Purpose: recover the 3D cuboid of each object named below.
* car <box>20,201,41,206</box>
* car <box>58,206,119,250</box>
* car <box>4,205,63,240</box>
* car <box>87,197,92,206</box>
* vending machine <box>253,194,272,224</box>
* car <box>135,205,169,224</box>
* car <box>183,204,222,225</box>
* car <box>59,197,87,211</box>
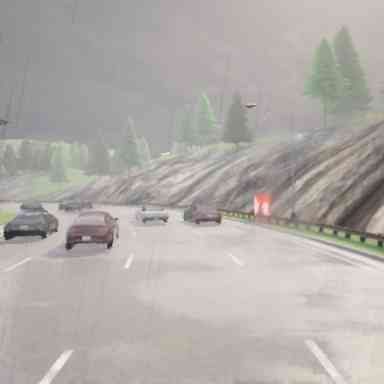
[{"bbox_3d":[-20.654,1.776,42.675,1.994,1.385,4.181,0,0,-39],"label":"car"},{"bbox_3d":[-4.286,1.574,14.687,1.812,1.442,4.674,0,0,-9],"label":"car"},{"bbox_3d":[-8.432,1.651,17.782,1.994,1.385,4.181,0,0,-12],"label":"car"},{"bbox_3d":[-16.536,1.533,49.202,2.097,1.767,4.553,-1,0,-40],"label":"car"},{"bbox_3d":[5.074,1.169,23.958,1.100,2.100,0.880,0,0,-15],"label":"vending machine"},{"bbox_3d":[-3.204,1.648,25.622,1.895,1.301,4.718,0,0,-18],"label":"car"},{"bbox_3d":[0.661,1.576,24.639,1.994,1.385,4.181,0,0,-16],"label":"car"},{"bbox_3d":[-15.131,1.654,41.030,2.128,1.511,4.902,0,0,-35],"label":"car"}]
